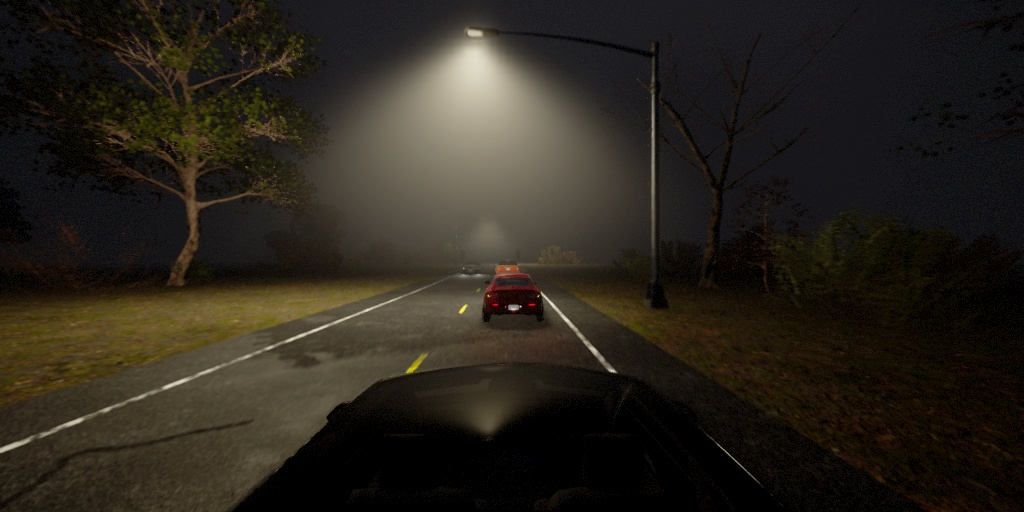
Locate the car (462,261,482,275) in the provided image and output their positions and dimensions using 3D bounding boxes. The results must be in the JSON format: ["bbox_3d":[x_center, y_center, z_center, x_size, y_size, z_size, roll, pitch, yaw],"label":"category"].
[{"bbox_3d":[-4.341,1.250,39.092,1.812,1.442,4.674,0,0,-2],"label":"car"}]

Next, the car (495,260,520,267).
[{"bbox_3d":[-0.371,1.083,30.930,2.097,1.767,4.553,0,0,-2],"label":"car"}]

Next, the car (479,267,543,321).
[{"bbox_3d":[0.021,1.272,12.343,1.812,1.442,4.674,0,0,-1],"label":"car"}]
